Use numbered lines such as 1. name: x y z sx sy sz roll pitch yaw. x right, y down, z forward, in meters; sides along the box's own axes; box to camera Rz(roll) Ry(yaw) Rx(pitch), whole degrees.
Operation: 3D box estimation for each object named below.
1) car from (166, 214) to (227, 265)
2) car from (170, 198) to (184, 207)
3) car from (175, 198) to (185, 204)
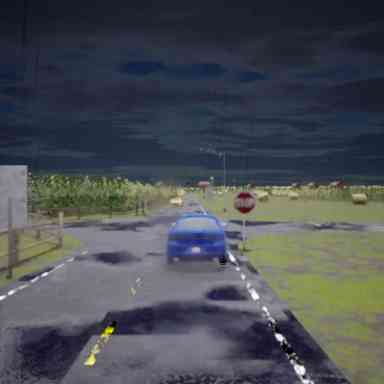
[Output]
1. car: 0.244 1.544 12.086 1.882 1.535 5.008 0 0 3
2. car: -2.690 1.729 56.540 1.882 1.535 5.008 0 0 1
3. car: -2.617 1.881 71.566 1.895 1.301 4.718 0 0 0
